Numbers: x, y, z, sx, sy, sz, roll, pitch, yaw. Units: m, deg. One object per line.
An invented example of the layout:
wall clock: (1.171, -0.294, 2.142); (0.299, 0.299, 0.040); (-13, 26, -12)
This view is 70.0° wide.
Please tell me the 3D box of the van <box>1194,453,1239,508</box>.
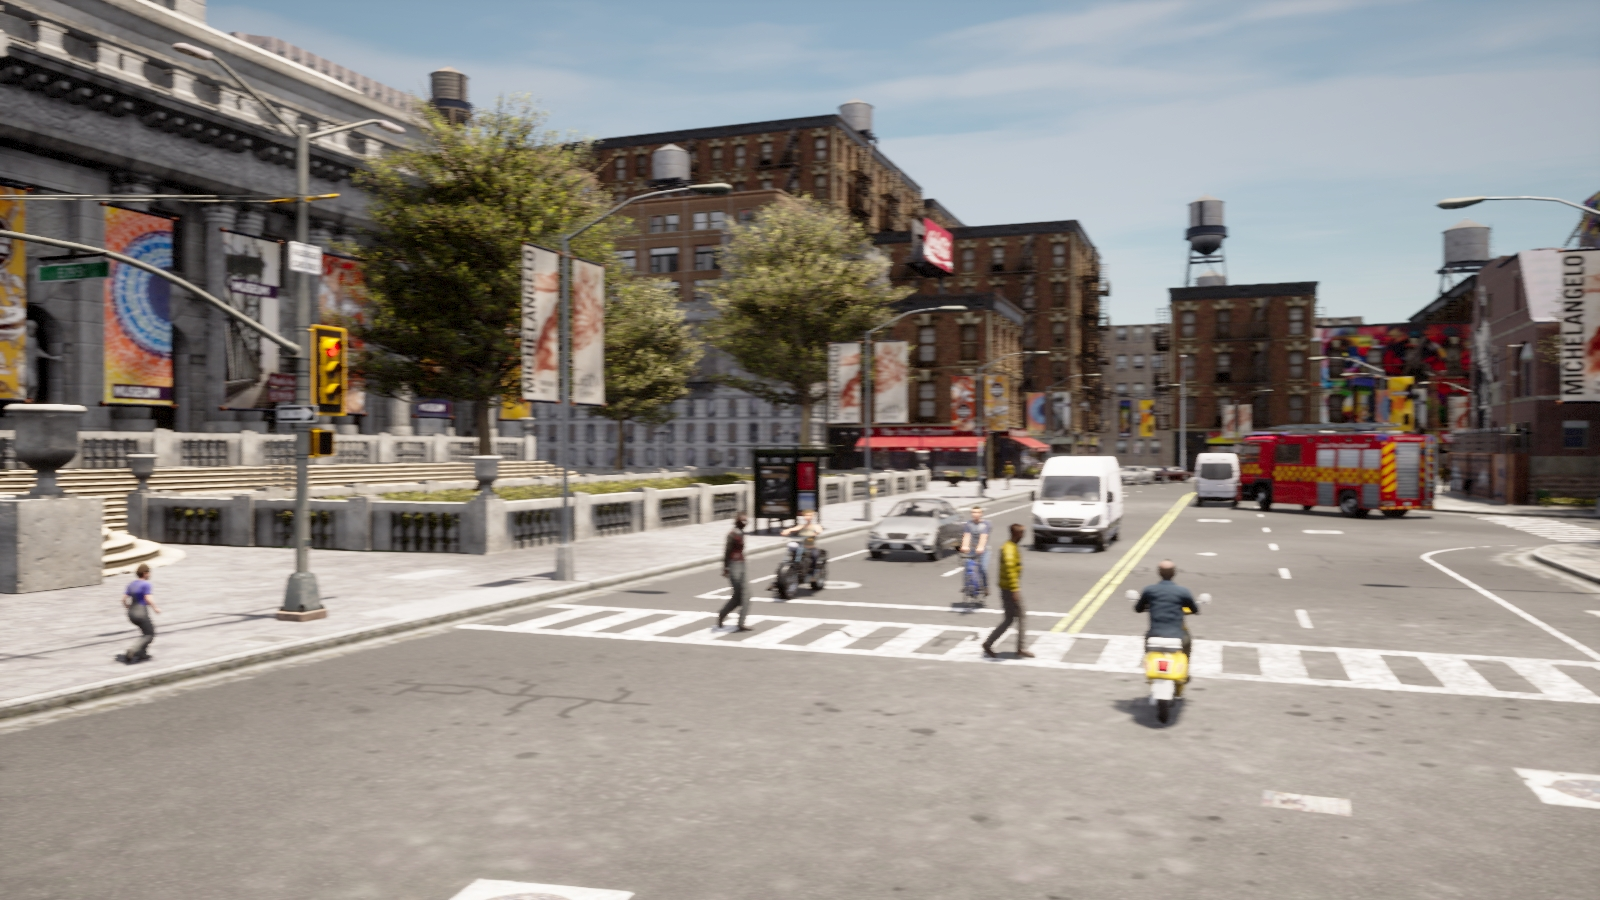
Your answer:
van: (20.911, 1.457, 57.191); (1.988, 2.561, 5.915); (0, 0, 21)

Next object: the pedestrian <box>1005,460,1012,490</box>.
pedestrian: (13.104, 1.589, 71.918); (0.375, 1.860, 0.375); (0, 0, 23)

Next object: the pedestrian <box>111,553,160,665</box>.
pedestrian: (-8.181, 1.947, 14.071); (0.375, 1.300, 0.375); (0, 0, 24)

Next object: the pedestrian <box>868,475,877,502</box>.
pedestrian: (3.578, 1.887, 56.399); (0.375, 1.300, 0.375); (0, 0, 15)

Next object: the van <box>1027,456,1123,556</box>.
van: (8.072, 1.484, 33.067); (1.988, 2.561, 5.915); (0, 1, 21)

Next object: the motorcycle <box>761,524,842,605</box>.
motorcycle: (0.057, 2.134, 21.763); (0.764, 1.277, 2.356); (0, 0, 21)

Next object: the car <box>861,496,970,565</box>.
car: (3.085, 2.019, 29.773); (1.816, 1.474, 4.193); (0, 0, 21)

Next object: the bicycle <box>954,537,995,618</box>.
bicycle: (3.029, 2.176, 19.752); (0.373, 1.196, 1.643); (0, 0, 21)

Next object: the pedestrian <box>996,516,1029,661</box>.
pedestrian: (2.824, 1.826, 15.146); (0.375, 1.860, 0.375); (0, 0, 19)

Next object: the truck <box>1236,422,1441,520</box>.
truck: (22.885, 0.827, 49.210); (2.891, 3.827, 8.468); (0, 0, -19)

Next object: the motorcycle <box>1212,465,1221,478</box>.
motorcycle: (39.739, 2.034, 109.014); (0.856, 1.236, 1.805); (0, 0, 21)

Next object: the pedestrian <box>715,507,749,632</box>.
pedestrian: (-1.037, 1.819, 17.472); (0.375, 1.860, 0.375); (0, 0, 30)

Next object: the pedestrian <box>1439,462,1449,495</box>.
pedestrian: (36.792, 1.617, 65.283); (0.375, 1.860, 0.375); (0, 0, 9)

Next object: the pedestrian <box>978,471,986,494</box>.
pedestrian: (10.576, 1.876, 66.250); (0.375, 1.300, 0.375); (0, 0, 22)
